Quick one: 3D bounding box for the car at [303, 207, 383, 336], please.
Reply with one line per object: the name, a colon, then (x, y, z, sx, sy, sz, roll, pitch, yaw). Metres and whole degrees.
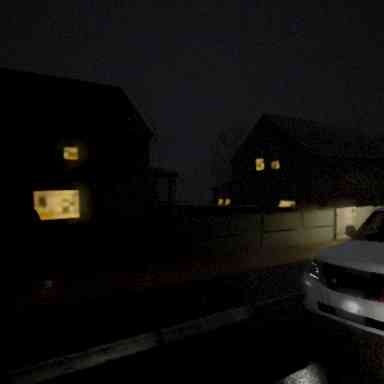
car: (4.495, 1.229, 6.261, 5.566, 2.045, 2.150, -1, 0, -36)
